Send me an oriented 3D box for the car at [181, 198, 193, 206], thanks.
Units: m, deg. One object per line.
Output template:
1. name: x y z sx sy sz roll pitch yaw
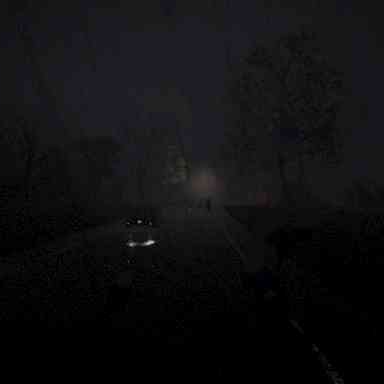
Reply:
1. car: -0.909 1.949 64.468 1.882 1.535 5.008 0 -1 5

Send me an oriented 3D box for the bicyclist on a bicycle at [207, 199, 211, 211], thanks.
1. bicyclist on a bicycle: 2.347 1.768 46.629 0.582 1.620 1.656 0 -1 3

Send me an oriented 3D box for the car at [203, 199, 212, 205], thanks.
1. car: 3.494 2.183 74.494 1.895 1.301 4.718 0 -1 6

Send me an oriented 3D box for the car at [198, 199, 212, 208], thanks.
1. car: 2.123 2.010 57.177 1.895 1.301 4.718 0 -1 5

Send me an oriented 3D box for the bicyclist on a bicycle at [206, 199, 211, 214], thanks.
1. bicyclist on a bicycle: 1.864 1.687 37.504 0.582 1.620 1.656 0 -1 3

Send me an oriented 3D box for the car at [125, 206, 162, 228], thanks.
1. car: -3.251 1.684 22.871 1.994 1.385 4.181 0 0 2
